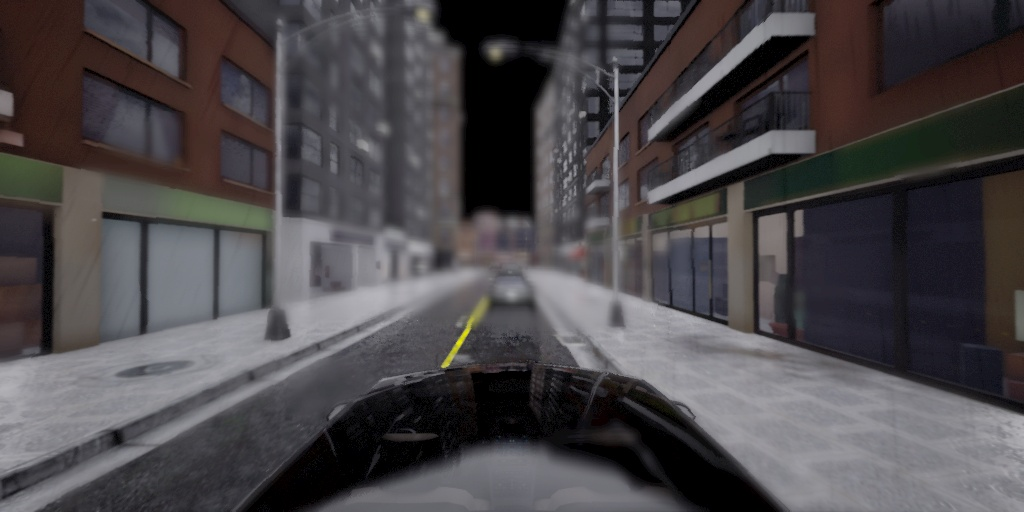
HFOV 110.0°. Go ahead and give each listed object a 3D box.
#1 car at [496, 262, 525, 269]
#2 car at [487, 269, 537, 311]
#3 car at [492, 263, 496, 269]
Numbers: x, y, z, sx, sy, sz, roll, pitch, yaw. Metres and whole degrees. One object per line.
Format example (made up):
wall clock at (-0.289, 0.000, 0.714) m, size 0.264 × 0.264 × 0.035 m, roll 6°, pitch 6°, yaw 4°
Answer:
car at (0.021, 1.393, 30.288) m, size 2.097 × 1.767 × 4.553 m, roll 0°, pitch -1°, yaw 1°
car at (0.020, 1.454, 15.353) m, size 1.994 × 1.385 × 4.181 m, roll 0°, pitch 0°, yaw 1°
car at (-2.520, 1.872, 62.398) m, size 1.837 × 1.490 × 4.892 m, roll 0°, pitch -1°, yaw 0°
